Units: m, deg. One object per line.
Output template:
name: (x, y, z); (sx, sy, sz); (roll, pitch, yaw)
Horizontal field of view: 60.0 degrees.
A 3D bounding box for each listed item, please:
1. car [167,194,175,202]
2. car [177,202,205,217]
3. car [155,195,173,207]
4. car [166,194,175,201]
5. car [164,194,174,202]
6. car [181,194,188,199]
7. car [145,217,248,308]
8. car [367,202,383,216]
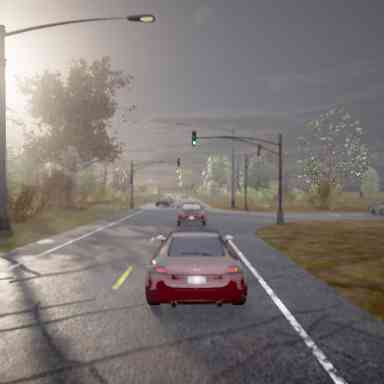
car: (-4.346, 1.332, 56.404); (1.994, 1.385, 4.181); (0, 0, -1)
car: (-0.050, 1.429, 23.188); (1.812, 1.442, 4.674); (0, 0, -1)
car: (-4.142, 1.406, 47.215); (1.895, 1.301, 4.718); (0, 0, -1)
car: (-4.941, 1.162, 77.224); (1.882, 1.535, 5.008); (0, 0, -2)
car: (-4.583, 1.204, 66.777); (1.882, 1.535, 5.008); (0, 0, -2)
car: (-1.966, 1.157, 90.419); (2.128, 1.511, 4.902); (0, 0, -3)
car: (0.071, 1.530, 7.939); (1.994, 1.385, 4.181); (0, 0, 0)
car: (18.689, 1.447, 31.046); (4.181, 1.385, 1.994); (0, 0, 1)
